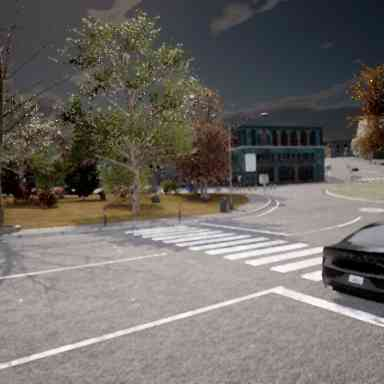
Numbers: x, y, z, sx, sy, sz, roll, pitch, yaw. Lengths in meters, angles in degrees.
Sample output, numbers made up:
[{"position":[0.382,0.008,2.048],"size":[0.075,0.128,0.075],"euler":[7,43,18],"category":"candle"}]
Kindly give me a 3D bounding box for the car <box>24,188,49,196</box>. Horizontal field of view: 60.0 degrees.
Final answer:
[{"position":[-35.582,-0.042,76.326],"size":[1.946,1.575,5.366],"euler":[0,3,19],"category":"car"}]

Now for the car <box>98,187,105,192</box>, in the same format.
[{"position":[-14.353,-0.234,60.120],"size":[2.185,1.767,4.553],"euler":[-3,2,16],"category":"car"}]

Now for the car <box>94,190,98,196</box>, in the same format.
[{"position":[-16.763,-0.057,61.750],"size":[1.946,1.575,5.366],"euler":[-2,2,17],"category":"car"}]

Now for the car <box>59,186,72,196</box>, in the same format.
[{"position":[-23.831,0.047,67.302],"size":[2.163,1.488,4.792],"euler":[-1,3,17],"category":"car"}]

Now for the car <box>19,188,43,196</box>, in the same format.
[{"position":[-37.834,-0.076,78.368],"size":[2.097,1.535,5.008],"euler":[0,3,19],"category":"car"}]

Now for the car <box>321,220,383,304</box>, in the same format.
[{"position":[4.898,1.326,7.221],"size":[5.008,1.535,1.882],"euler":[-1,1,-35],"category":"car"}]

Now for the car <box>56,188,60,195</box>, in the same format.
[{"position":[-26.196,-0.229,69.107],"size":[2.435,2.045,5.566],"euler":[-1,3,18],"category":"car"}]

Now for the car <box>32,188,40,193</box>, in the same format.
[{"position":[-33.218,-0.149,74.619],"size":[2.185,1.767,4.553],"euler":[-1,3,18],"category":"car"}]

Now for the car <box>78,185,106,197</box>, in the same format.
[{"position":[-19.103,-0.278,63.742],"size":[2.435,2.045,5.566],"euler":[-2,2,17],"category":"car"}]

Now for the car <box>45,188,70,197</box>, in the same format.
[{"position":[-28.538,0.016,70.969],"size":[2.231,1.521,4.892],"euler":[-1,3,18],"category":"car"}]
